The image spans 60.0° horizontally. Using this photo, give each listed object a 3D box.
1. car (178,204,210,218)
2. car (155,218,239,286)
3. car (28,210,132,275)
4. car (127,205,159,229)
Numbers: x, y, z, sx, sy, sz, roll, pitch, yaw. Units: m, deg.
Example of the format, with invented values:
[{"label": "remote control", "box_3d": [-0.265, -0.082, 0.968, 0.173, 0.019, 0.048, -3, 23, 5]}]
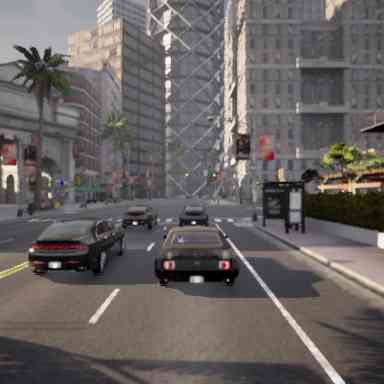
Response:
[{"label": "car", "box_3d": [0.141, 1.602, 22.401, 1.837, 1.490, 4.892, 0, 0, 1]}, {"label": "car", "box_3d": [0.110, 1.643, 9.531, 1.895, 1.301, 4.718, 0, 0, 0]}, {"label": "car", "box_3d": [-3.387, 1.552, 10.633, 1.837, 1.490, 4.892, 0, 0, 0]}, {"label": "car", "box_3d": [-3.382, 1.602, 22.176, 1.837, 1.490, 4.892, 0, 0, 0]}]
